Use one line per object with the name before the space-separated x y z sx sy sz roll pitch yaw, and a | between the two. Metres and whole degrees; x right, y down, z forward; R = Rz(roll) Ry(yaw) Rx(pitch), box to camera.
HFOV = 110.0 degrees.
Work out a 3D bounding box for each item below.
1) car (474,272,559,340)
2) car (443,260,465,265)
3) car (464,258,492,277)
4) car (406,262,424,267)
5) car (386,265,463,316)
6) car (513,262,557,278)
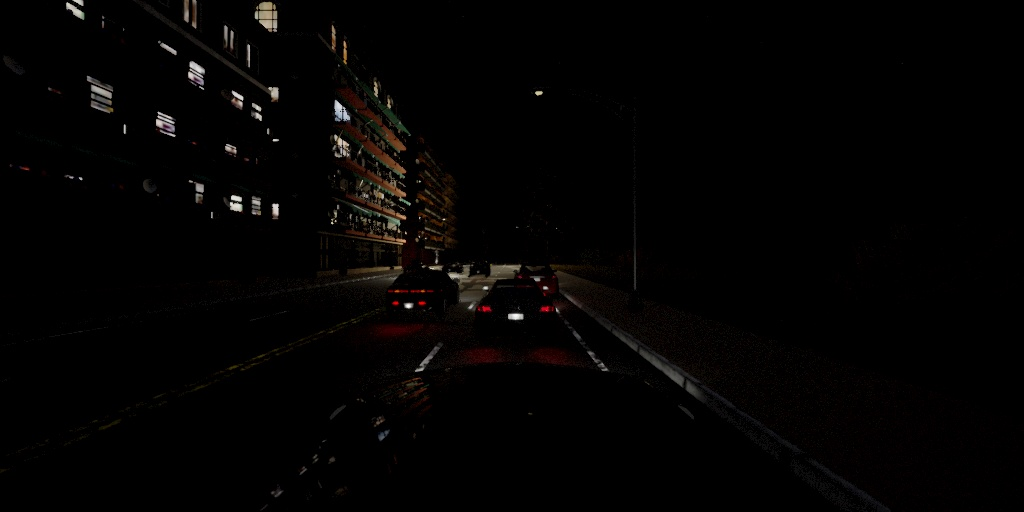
car | 0.100 1.315 9.976 1.994 1.385 4.181 0 0 0
car | -6.576 1.316 39.746 1.994 1.385 4.181 0 0 0
car | -3.126 1.245 35.589 2.128 1.511 4.902 0 0 0
car | -9.828 1.316 36.914 1.994 1.385 4.181 0 0 0
car | -3.143 1.256 13.325 1.837 1.490 4.892 0 0 0
car | 1.148 1.103 18.556 2.097 1.767 4.553 0 0 0
